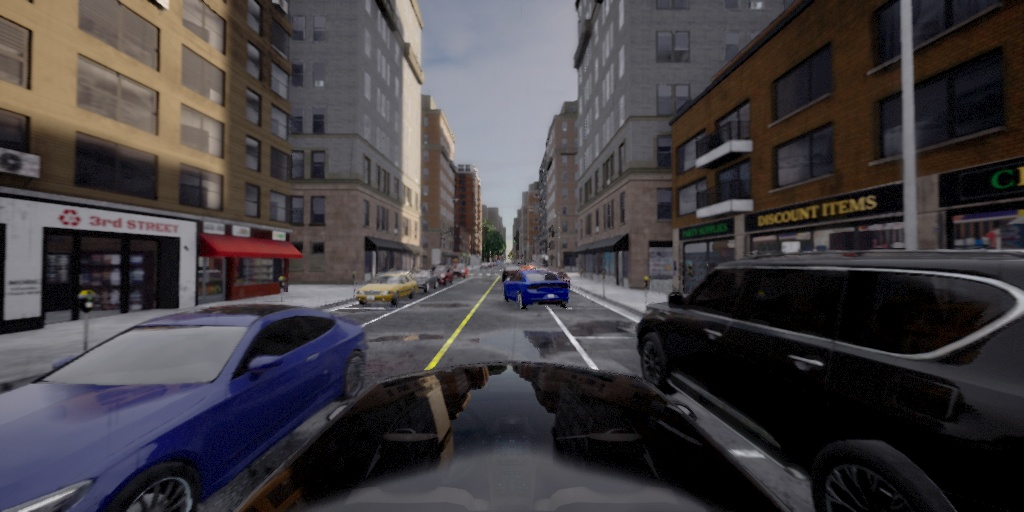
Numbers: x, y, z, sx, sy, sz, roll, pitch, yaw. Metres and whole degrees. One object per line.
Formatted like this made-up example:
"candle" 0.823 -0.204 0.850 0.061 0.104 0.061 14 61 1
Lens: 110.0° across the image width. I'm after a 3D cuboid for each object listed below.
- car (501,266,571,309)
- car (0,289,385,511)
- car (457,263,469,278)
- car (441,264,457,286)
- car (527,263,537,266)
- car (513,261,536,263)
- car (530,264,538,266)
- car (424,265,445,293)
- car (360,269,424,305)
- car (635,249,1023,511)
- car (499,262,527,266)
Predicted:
"car" 0.906 1.376 15.890 1.882 1.535 5.008 0 -1 -13
"car" -3.100 1.297 3.754 1.812 1.442 4.674 0 -1 0
"car" -5.865 1.597 39.388 1.967 1.591 4.097 0 0 0
"car" -5.862 1.474 28.403 1.967 1.591 4.097 0 0 0
"car" 2.663 1.646 33.903 2.007 1.370 4.403 0 0 0
"car" 2.748 1.597 49.917 2.097 1.767 4.553 0 0 37
"car" 2.664 1.580 28.412 1.888 1.381 4.507 0 0 0
"car" -5.861 1.525 22.910 2.007 1.370 4.403 0 0 0
"car" -5.860 1.440 17.248 1.751 1.417 4.829 0 0 0
"car" 3.106 0.990 3.583 2.150 2.045 5.566 0 -1 0
"car" 0.080 1.555 32.199 1.882 1.535 5.008 0 0 0
